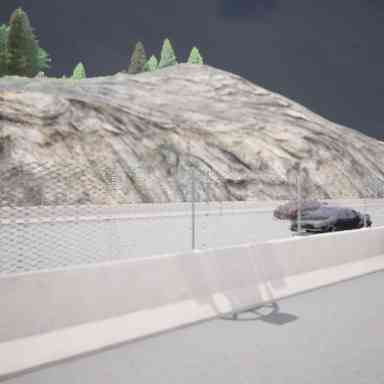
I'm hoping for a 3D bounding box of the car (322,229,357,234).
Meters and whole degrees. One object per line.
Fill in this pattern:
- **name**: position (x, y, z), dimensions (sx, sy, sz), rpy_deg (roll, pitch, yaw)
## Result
- **car**: position (7.695, 1.547, 18.083), dimensions (5.357, 1.411, 2.033), rpy_deg (0, 0, -36)
